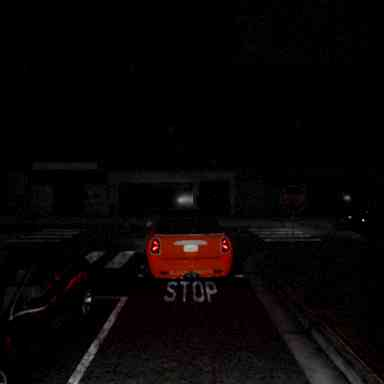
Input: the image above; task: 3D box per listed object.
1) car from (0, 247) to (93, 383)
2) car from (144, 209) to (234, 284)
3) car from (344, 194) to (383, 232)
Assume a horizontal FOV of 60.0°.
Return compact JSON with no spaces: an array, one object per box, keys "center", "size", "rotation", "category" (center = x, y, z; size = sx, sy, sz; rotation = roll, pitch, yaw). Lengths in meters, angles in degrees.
[{"center":[-2.644,1.521,4.410],"size":[1.947,1.339,4.313],"rotation":[0,1,0],"category":"car"},{"center":[-0.252,1.258,9.545],"size":[2.097,1.767,4.553],"rotation":[0,1,-6],"category":"car"},{"center":[11.298,1.014,17.968],"size":[5.566,2.045,2.150],"rotation":[0,1,0],"category":"car"}]
